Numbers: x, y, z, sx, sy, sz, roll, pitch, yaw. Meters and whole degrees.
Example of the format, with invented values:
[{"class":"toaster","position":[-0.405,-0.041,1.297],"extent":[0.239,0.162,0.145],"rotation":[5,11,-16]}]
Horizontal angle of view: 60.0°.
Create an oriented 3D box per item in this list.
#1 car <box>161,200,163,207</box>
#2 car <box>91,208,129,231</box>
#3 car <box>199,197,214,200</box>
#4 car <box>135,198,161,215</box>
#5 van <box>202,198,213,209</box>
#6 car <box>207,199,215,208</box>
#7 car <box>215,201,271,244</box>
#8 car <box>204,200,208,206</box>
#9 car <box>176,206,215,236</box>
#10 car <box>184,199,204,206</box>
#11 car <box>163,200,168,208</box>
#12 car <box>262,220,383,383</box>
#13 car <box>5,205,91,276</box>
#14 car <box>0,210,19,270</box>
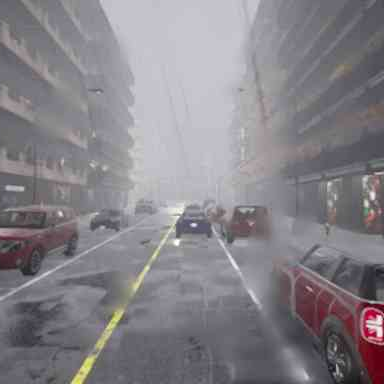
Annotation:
[{"class":"car","position":[-5.315,1.939,44.091],"extent":[1.887,1.381,4.507],"rotation":[1,-1,0]},{"class":"car","position":[-5.306,1.748,21.971],"extent":[1.947,1.339,4.313],"rotation":[1,0,0]},{"class":"car","position":[2.534,1.767,49.572],"extent":[2.192,1.841,5.009],"rotation":[1,-1,0]},{"class":"car","position":[-5.307,1.653,38.562],"extent":[2.192,1.841,5.009],"rotation":[1,-1,0]},{"class":"van","position":[2.531,1.853,55.103],"extent":[1.690,1.788,3.998],"rotation":[1,-1,0]},{"class":"car","position":[2.541,1.673,27.447],"extent":[1.967,1.590,4.097],"rotation":[1,-1,0]},{"class":"car","position":[2.548,1.449,16.385],"extent":[2.192,1.841,5.009],"rotation":[1,0,0]},{"class":"car","position":[2.533,1.920,38.507],"extent":[1.802,1.307,4.206],"rotation":[1,-1,0]},{"class":"car","position":[0.095,1.725,19.446],"extent":[1.994,1.385,4.181],"rotation":[0,0,0]},{"class":"car","position":[0.088,1.849,37.029],"extent":[1.812,1.442,4.674],"rotation":[0,-1,0]},{"class":"car","position":[-5.323,2.155,60.683],"extent":[1.802,1.307,4.206],"rotation":[1,-1,0]},{"class":"car","position":[2.592,1.484,5.322],"extent":[1.967,1.590,4.097],"rotation":[1,0,0]},{"class":"car","position":[-5.295,1.404,10.910],"extent":[2.192,1.841,5.009],"rotation":[1,0,0]},{"class":"car","position":[-5.293,1.359,5.381],"extent":[2.192,1.841,5.009],"rotation":[1,0,0]}]
